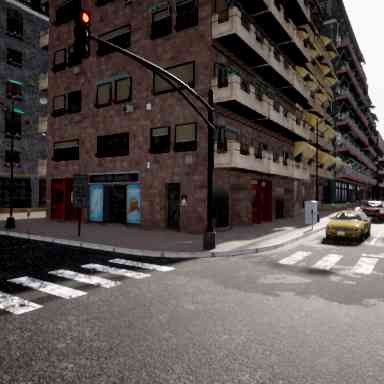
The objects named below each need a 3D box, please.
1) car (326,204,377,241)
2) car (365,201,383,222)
[{"bbox_3d":[8.021,1.535,16.899,1.752,1.417,4.829,1,1,34],"label":"car"},{"bbox_3d":[14.405,1.457,26.411,1.967,1.590,4.097,1,1,34],"label":"car"}]
